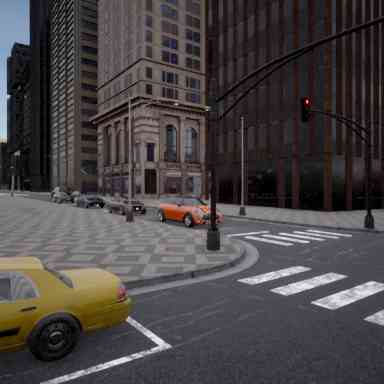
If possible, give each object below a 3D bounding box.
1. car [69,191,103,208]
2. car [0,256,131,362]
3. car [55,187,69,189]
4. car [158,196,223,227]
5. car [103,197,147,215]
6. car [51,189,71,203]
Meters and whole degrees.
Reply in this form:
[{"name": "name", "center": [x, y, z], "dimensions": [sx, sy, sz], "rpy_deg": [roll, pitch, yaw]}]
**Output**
[{"name": "car", "center": [-10.826, 0.893, 34.952], "dimensions": [2.033, 1.411, 5.357], "rpy_deg": [0, 1, -35]}, {"name": "car", "center": [-3.233, 1.525, 4.343], "dimensions": [4.829, 1.417, 1.752], "rpy_deg": [0, 0, -36]}, {"name": "car", "center": [-21.929, 0.133, 55.767], "dimensions": [2.150, 2.045, 5.566], "rpy_deg": [0, 1, -36]}, {"name": "car", "center": [-0.200, 1.050, 20.116], "dimensions": [2.097, 1.767, 4.553], "rpy_deg": [0, 1, -36]}, {"name": "car", "center": [-5.399, 1.088, 27.372], "dimensions": [1.994, 1.385, 4.181], "rpy_deg": [0, 1, -36]}, {"name": "car", "center": [-16.667, 0.662, 43.156], "dimensions": [1.837, 1.490, 4.892], "rpy_deg": [0, 1, -36]}]
